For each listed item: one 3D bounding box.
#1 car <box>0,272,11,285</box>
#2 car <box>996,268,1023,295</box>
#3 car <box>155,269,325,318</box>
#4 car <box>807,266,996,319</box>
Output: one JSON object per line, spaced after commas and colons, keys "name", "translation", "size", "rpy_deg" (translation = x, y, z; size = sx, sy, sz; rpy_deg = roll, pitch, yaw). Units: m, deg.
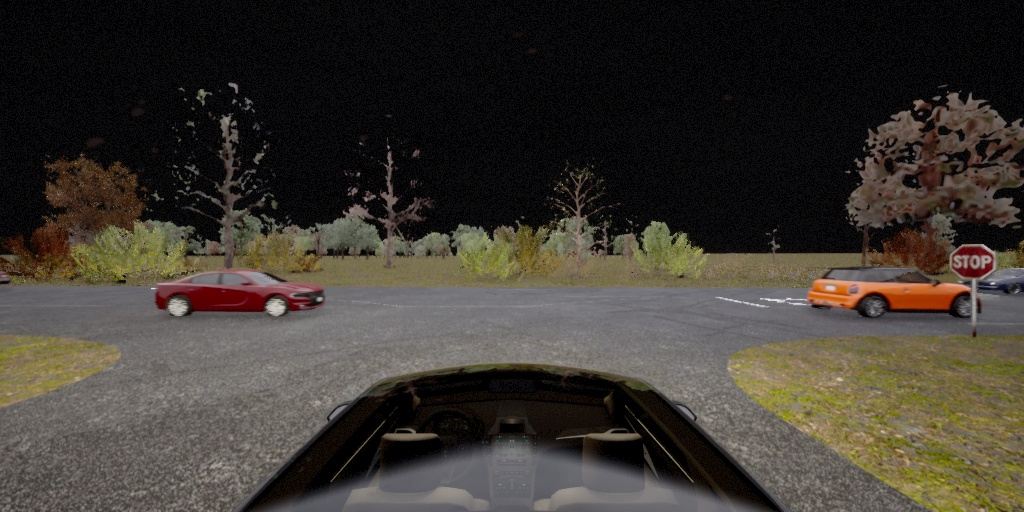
{"name": "car", "translation": [-30.066, 1.143, 18.847], "size": [5.357, 1.411, 2.033], "rpy_deg": [0, 0, -1]}
{"name": "car", "translation": [28.196, 1.380, 19.872], "size": [5.357, 1.411, 2.033], "rpy_deg": [0, 0, -1]}
{"name": "car", "translation": [-9.091, 1.196, 12.241], "size": [5.008, 1.535, 1.882], "rpy_deg": [0, 0, -1]}
{"name": "car", "translation": [13.248, 1.155, 12.575], "size": [4.553, 1.767, 2.097], "rpy_deg": [0, 0, -1]}
